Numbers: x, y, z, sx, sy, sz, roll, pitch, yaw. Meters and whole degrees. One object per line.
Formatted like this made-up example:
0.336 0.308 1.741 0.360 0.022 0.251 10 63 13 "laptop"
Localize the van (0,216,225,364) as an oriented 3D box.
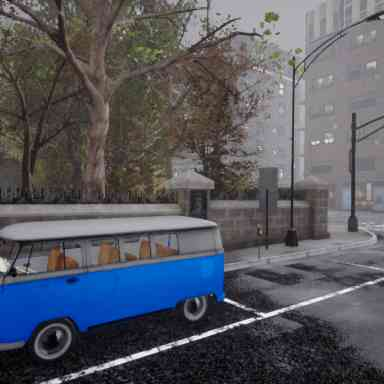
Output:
-1.302 1.342 5.563 3.998 1.788 1.690 0 1 -35 "van"
